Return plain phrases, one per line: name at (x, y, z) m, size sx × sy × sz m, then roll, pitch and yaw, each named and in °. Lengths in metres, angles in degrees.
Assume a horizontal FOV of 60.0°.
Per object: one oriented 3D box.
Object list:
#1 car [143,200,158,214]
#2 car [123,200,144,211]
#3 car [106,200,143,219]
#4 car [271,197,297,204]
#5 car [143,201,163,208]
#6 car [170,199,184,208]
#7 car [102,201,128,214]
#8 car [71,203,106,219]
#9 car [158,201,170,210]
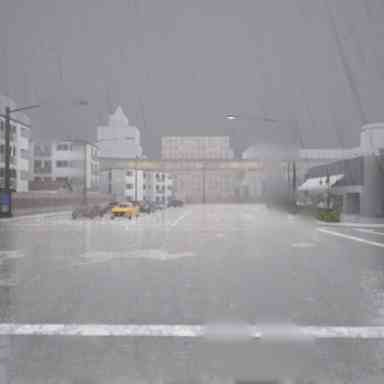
car at (-6.010, 1.772, 41.623) m, size 2.097 × 1.767 × 4.553 m, roll 0°, pitch -1°, yaw 4°
car at (-8.831, 2.031, 50.515) m, size 1.837 × 1.490 × 4.892 m, roll 0°, pitch -1°, yaw 6°
car at (-6.506, 1.792, 32.653) m, size 1.882 × 1.535 × 5.008 m, roll 0°, pitch -1°, yaw 3°
car at (19.171, 1.979, 69.638) m, size 5.566 × 2.045 × 2.150 m, roll 0°, pitch -1°, yaw -19°
car at (-7.066, 2.246, 60.562) m, size 1.895 × 1.301 × 4.718 m, roll 0°, pitch -1°, yaw 18°
car at (-2.985, 2.161, 61.484) m, size 1.837 × 1.490 × 4.892 m, roll 0°, pitch -1°, yaw 22°
car at (-9.563, 1.945, 41.510) m, size 1.812 × 1.442 × 4.674 m, roll 0°, pitch -1°, yaw 5°
car at (-10.022, 1.837, 32.421) m, size 1.812 × 1.442 × 4.674 m, roll 0°, pitch -1°, yaw 3°
car at (-5.233, 2.139, 51.530) m, size 1.895 × 1.301 × 4.718 m, roll 0°, pitch -1°, yaw 7°
